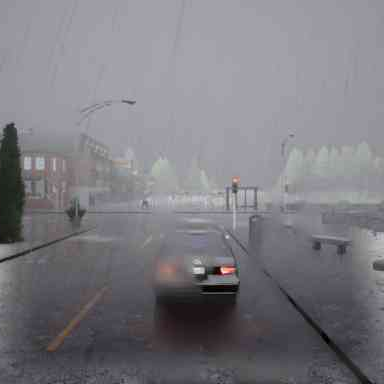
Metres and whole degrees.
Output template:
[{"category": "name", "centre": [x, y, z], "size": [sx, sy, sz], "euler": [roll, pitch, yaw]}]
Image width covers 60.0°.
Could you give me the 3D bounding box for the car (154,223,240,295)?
[{"category": "car", "centre": [0.098, 1.547, 8.855], "size": [2.033, 1.411, 5.357], "euler": [0, 0, 0]}]
